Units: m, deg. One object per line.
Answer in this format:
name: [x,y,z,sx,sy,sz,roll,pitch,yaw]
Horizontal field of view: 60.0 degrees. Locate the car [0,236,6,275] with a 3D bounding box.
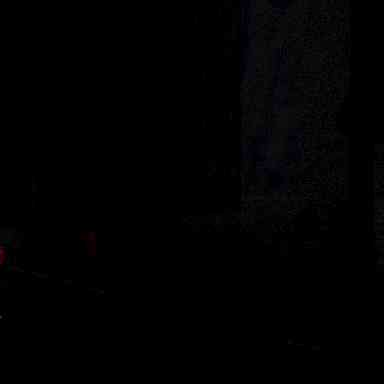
car: [-7.048,1.334,9.011,4.553,1.767,2.097,0,0,36]
